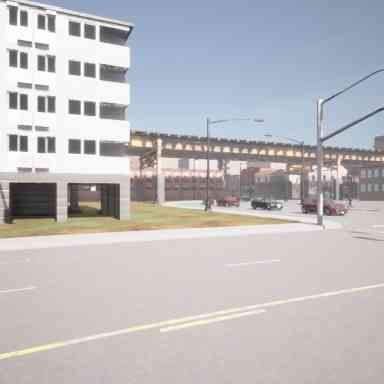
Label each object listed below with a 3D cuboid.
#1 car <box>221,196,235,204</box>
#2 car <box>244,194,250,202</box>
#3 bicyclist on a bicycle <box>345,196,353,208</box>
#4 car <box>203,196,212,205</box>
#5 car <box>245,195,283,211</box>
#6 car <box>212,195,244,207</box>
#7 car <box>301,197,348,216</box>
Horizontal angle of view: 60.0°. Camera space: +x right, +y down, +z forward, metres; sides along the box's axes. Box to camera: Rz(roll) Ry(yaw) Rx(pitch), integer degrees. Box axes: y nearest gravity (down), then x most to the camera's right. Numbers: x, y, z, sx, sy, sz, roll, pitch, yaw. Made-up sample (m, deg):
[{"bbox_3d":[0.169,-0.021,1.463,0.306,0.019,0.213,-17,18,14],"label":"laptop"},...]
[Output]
[{"bbox_3d":[7.349,1.491,66.747,2.128,1.511,4.902,0,0,14],"label":"car"},{"bbox_3d":[11.879,1.525,75.701,2.128,1.511,4.902,0,0,41],"label":"car"},{"bbox_3d":[20.436,1.303,43.310,1.656,1.620,0.582,0,0,-25],"label":"bicyclist on a bicycle"},{"bbox_3d":[2.916,1.505,59.907,1.837,1.490,4.892,0,0,-1],"label":"car"},{"bbox_3d":[9.244,1.491,41.354,2.128,1.511,4.902,0,0,-25],"label":"car"},{"bbox_3d":[5.367,1.478,50.095,1.882,1.535,5.008,0,0,-22],"label":"car"},{"bbox_3d":[13.110,1.352,33.080,2.097,1.767,4.553,0,0,-25],"label":"car"}]
